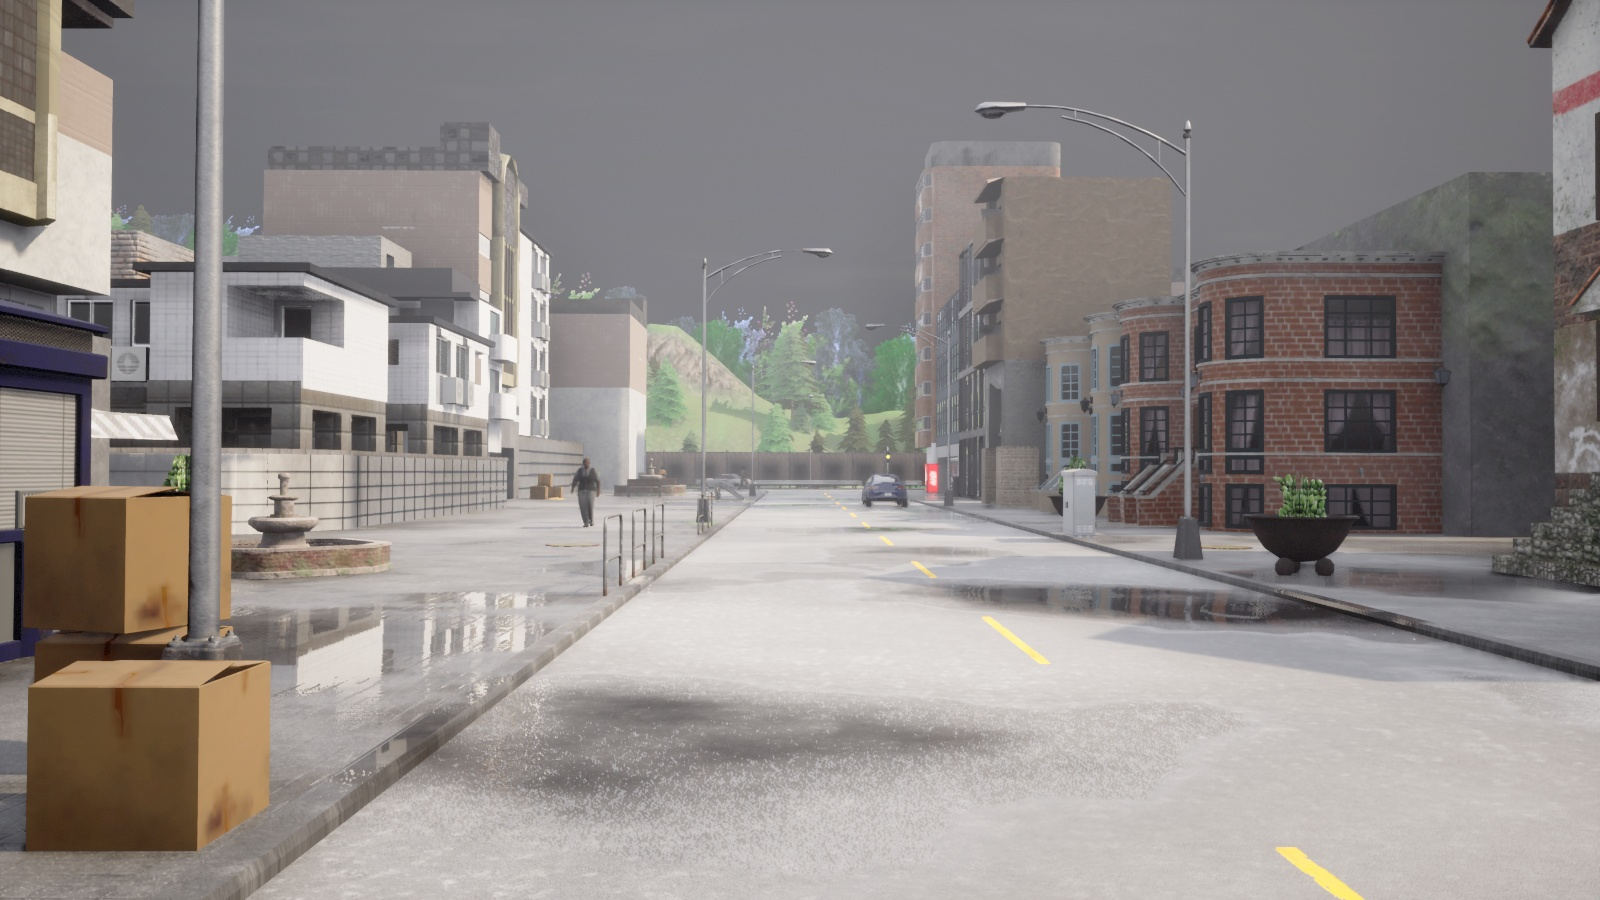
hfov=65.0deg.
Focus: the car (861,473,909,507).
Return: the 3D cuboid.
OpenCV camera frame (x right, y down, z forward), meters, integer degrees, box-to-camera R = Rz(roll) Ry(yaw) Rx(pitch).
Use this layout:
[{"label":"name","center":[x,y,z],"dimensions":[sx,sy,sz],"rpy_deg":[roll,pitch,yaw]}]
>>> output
[{"label":"car","center":[3.815,1.778,56.871],"dimensions":[1.812,1.442,4.674],"rpy_deg":[0,-1,0]}]
